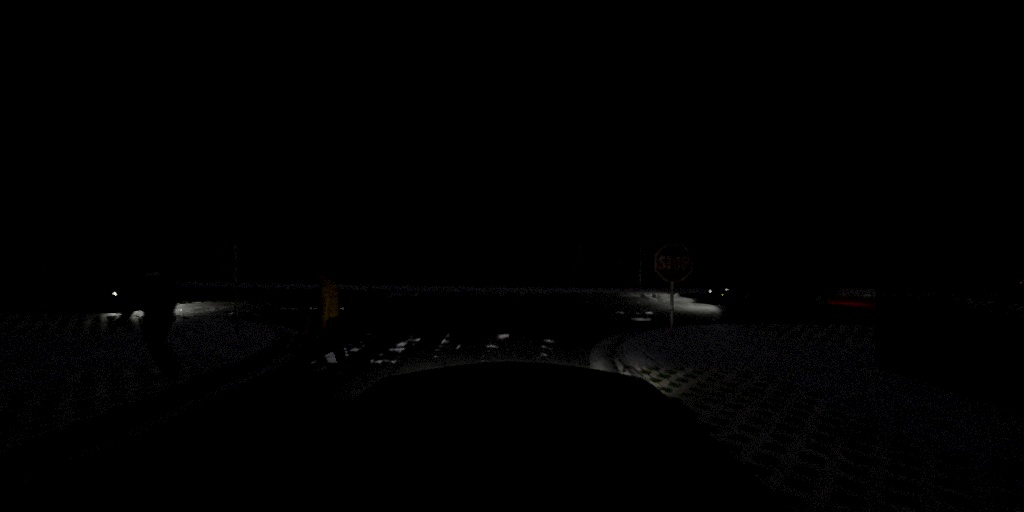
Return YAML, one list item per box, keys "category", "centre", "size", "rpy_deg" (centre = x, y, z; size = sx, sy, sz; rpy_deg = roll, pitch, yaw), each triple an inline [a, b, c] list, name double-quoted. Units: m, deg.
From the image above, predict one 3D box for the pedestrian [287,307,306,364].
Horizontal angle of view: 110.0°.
- category: "pedestrian"
  centre: [-3.758, 1.030, 6.499]
  size: [0.375, 1.860, 0.375]
  rpy_deg: [-1, 2, 0]

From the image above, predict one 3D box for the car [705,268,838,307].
- category: "car"
  centre: [10.777, 1.250, 15.085]
  size: [4.892, 1.490, 1.837]
  rpy_deg: [0, 2, 0]

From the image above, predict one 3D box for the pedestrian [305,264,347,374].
- category: "pedestrian"
  centre: [-3.065, 1.032, 5.901]
  size: [0.375, 1.860, 0.375]
  rpy_deg: [-1, 2, 0]

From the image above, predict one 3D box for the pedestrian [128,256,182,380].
- category: "pedestrian"
  centre: [-5.239, 0.881, 5.296]
  size: [0.375, 1.860, 0.375]
  rpy_deg: [-1, 2, 0]

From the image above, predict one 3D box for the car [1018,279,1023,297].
- category: "car"
  centre: [24.588, 1.160, 15.040]
  size: [5.008, 1.535, 1.882]
  rpy_deg: [-1, 2, 0]

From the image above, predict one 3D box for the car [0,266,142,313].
- category: "car"
  centre: [-15.264, 1.042, 12.202]
  size: [5.357, 1.411, 2.033]
  rpy_deg: [1, 2, 0]
